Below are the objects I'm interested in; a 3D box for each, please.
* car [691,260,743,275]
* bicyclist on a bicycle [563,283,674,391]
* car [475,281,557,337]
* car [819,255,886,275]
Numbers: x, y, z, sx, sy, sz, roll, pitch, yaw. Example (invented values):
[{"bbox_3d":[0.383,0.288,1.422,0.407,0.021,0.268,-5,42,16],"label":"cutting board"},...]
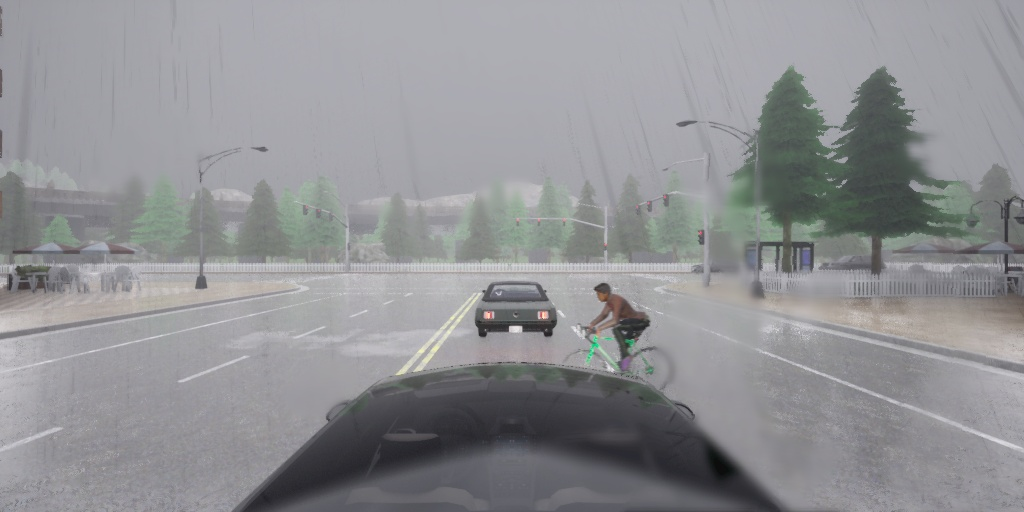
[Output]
[{"bbox_3d":[21.492,1.186,37.672,4.902,1.511,2.128,0,0,0],"label":"car"},{"bbox_3d":[1.494,1.205,5.151,1.656,1.620,0.582,-2,0,0],"label":"bicyclist on a bicycle"},{"bbox_3d":[0.074,1.351,10.240,1.895,1.301,4.718,0,0,0],"label":"car"},{"bbox_3d":[35.595,0.917,37.507,5.566,2.045,2.150,0,0,2],"label":"car"}]
